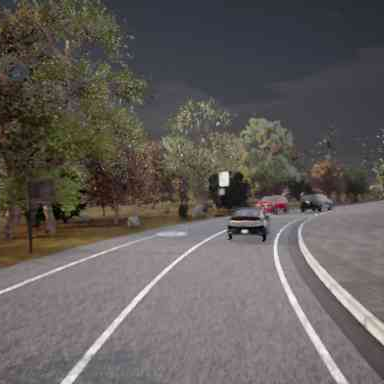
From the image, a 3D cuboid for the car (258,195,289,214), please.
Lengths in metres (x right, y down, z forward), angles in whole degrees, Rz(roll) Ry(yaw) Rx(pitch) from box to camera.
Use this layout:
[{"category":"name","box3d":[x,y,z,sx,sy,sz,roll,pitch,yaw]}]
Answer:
[{"category":"car","box3d":[8.750,1.430,36.404,2.150,2.045,5.566,-4,-2,36]}]

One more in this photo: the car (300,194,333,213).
[{"category":"car","box3d":[14.151,1.219,37.769,2.150,2.045,5.566,-5,-2,39]}]

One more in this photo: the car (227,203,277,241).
[{"category":"car","box3d":[3.026,1.537,17.089,2.128,1.511,4.902,-1,-1,17]}]
